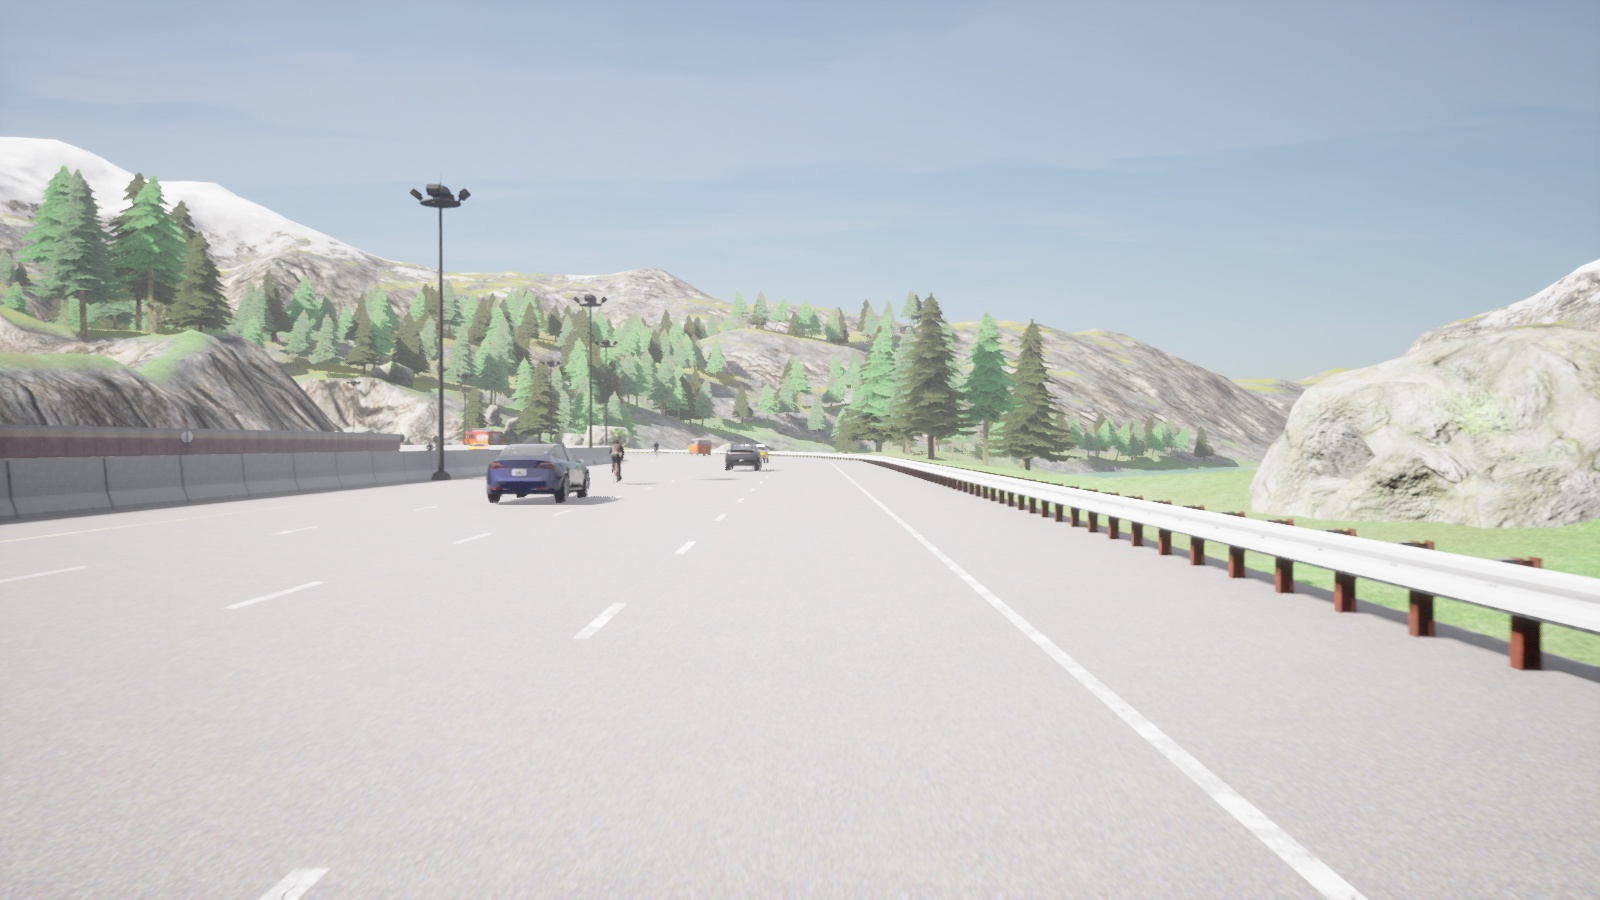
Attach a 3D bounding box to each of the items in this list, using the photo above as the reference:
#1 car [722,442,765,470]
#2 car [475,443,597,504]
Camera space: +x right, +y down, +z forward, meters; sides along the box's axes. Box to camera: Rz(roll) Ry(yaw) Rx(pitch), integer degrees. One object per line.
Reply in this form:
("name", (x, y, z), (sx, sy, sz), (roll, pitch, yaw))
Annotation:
("car", (-3.086, 0.309, 69.336), (2.128, 1.511, 4.902), (0, 0, 0))
("car", (-6.796, 0.555, 32.856), (2.163, 1.488, 4.792), (0, 0, 0))
